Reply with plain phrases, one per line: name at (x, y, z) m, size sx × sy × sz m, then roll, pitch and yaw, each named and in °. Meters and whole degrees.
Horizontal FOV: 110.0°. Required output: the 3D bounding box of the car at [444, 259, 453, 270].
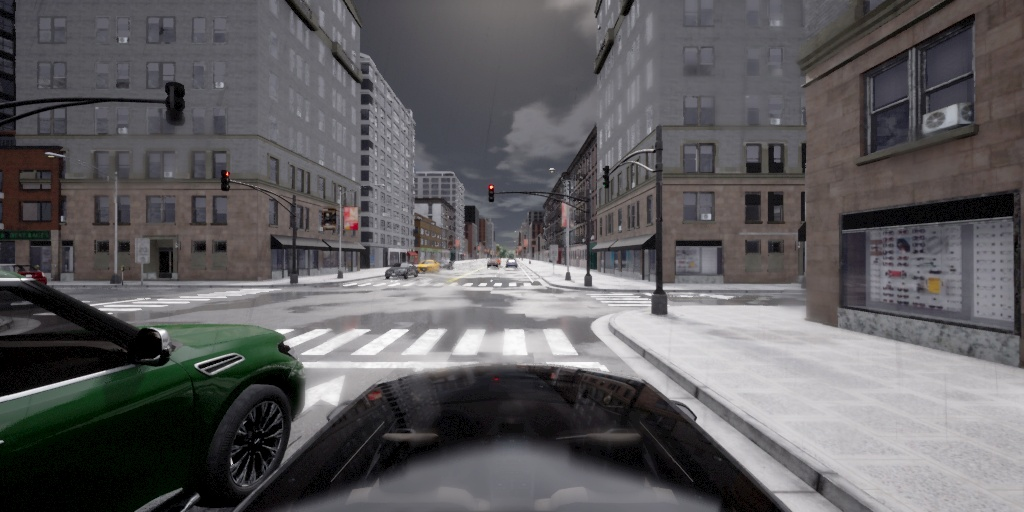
car at (-9.883, 1.243, 52.835) m, size 2.128 × 1.511 × 4.902 m, roll 0°, pitch 0°, yaw 0°

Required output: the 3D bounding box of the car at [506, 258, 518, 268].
car at (-0.052, 1.312, 61.865) m, size 1.994 × 1.385 × 4.181 m, roll 0°, pitch 0°, yaw 0°

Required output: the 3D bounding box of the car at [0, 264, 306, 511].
car at (-3.148, 0.971, 1.232) m, size 2.150 × 2.045 × 5.566 m, roll 0°, pitch 0°, yaw 0°

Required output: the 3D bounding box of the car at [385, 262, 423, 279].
car at (-9.871, 1.279, 32.444) m, size 1.812 × 1.442 × 4.674 m, roll 0°, pitch 0°, yaw 2°

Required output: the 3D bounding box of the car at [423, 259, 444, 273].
car at (-9.877, 1.231, 42.694) m, size 1.882 × 1.535 × 5.008 m, roll 0°, pitch 0°, yaw 0°

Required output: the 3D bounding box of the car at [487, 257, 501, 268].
car at (-3.302, 1.349, 61.892) m, size 1.895 × 1.301 × 4.718 m, roll 0°, pitch 0°, yaw 0°
